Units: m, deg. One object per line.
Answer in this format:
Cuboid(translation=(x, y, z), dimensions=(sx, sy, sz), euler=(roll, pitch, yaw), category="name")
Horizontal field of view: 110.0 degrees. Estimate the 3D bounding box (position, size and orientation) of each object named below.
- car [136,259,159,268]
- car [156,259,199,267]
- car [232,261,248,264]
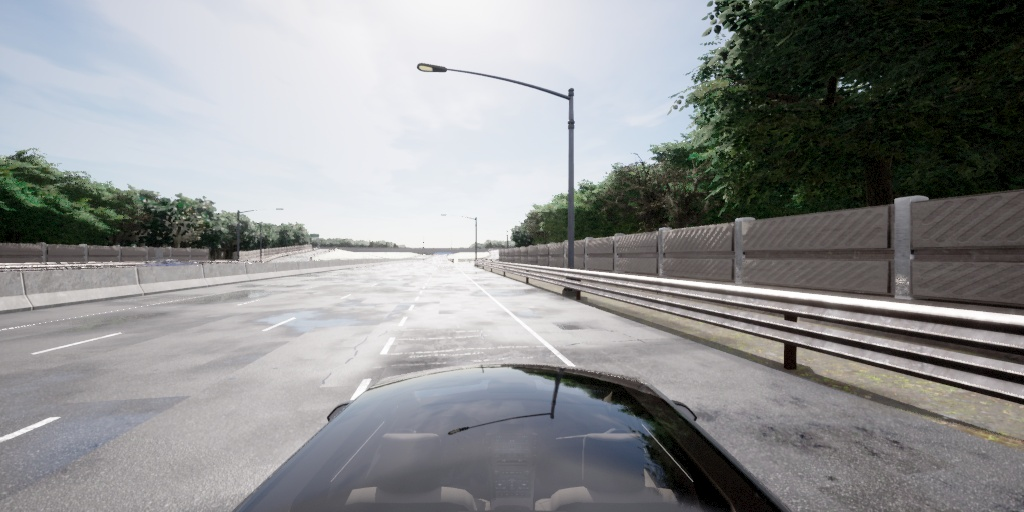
Cuboid(translation=(-39.224, 1.131, 39.972), dimensions=(2.097, 1.767, 4.553), euler=(0, 0, -11), category="car")
Cuboid(translation=(-35.452, 1.342, 38.844), dimensions=(1.994, 1.385, 4.181), euler=(0, 0, -11), category="car")
Cuboid(translation=(-32.700, 1.348, 43.170), dimensions=(1.994, 1.385, 4.181), euler=(0, 0, -11), category="car")
